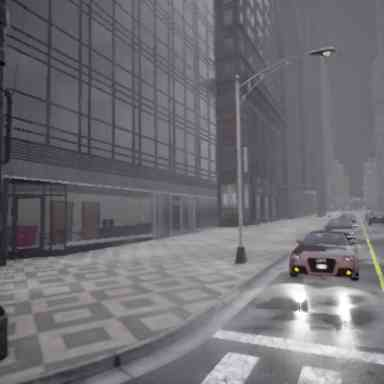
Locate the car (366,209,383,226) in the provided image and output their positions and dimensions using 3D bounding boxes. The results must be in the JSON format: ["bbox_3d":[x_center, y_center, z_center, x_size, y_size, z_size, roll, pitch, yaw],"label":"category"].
[{"bbox_3d":[21.220,2.858,37.938,2.097,1.767,4.553,-3,-3,26],"label":"car"}]

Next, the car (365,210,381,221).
[{"bbox_3d":[27.063,3.479,49.785,1.882,1.535,5.008,-3,-3,26],"label":"car"}]

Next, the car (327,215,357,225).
[{"bbox_3d":[10.057,2.494,22.480,2.033,1.411,5.357,-3,-3,26],"label":"car"}]

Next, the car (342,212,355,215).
[{"bbox_3d":[19.970,3.315,42.386,2.033,1.411,5.357,-3,-3,26],"label":"car"}]

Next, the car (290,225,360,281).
[{"bbox_3d":[4.672,2.067,11.545,1.994,1.385,4.181,-3,-3,26],"label":"car"}]
